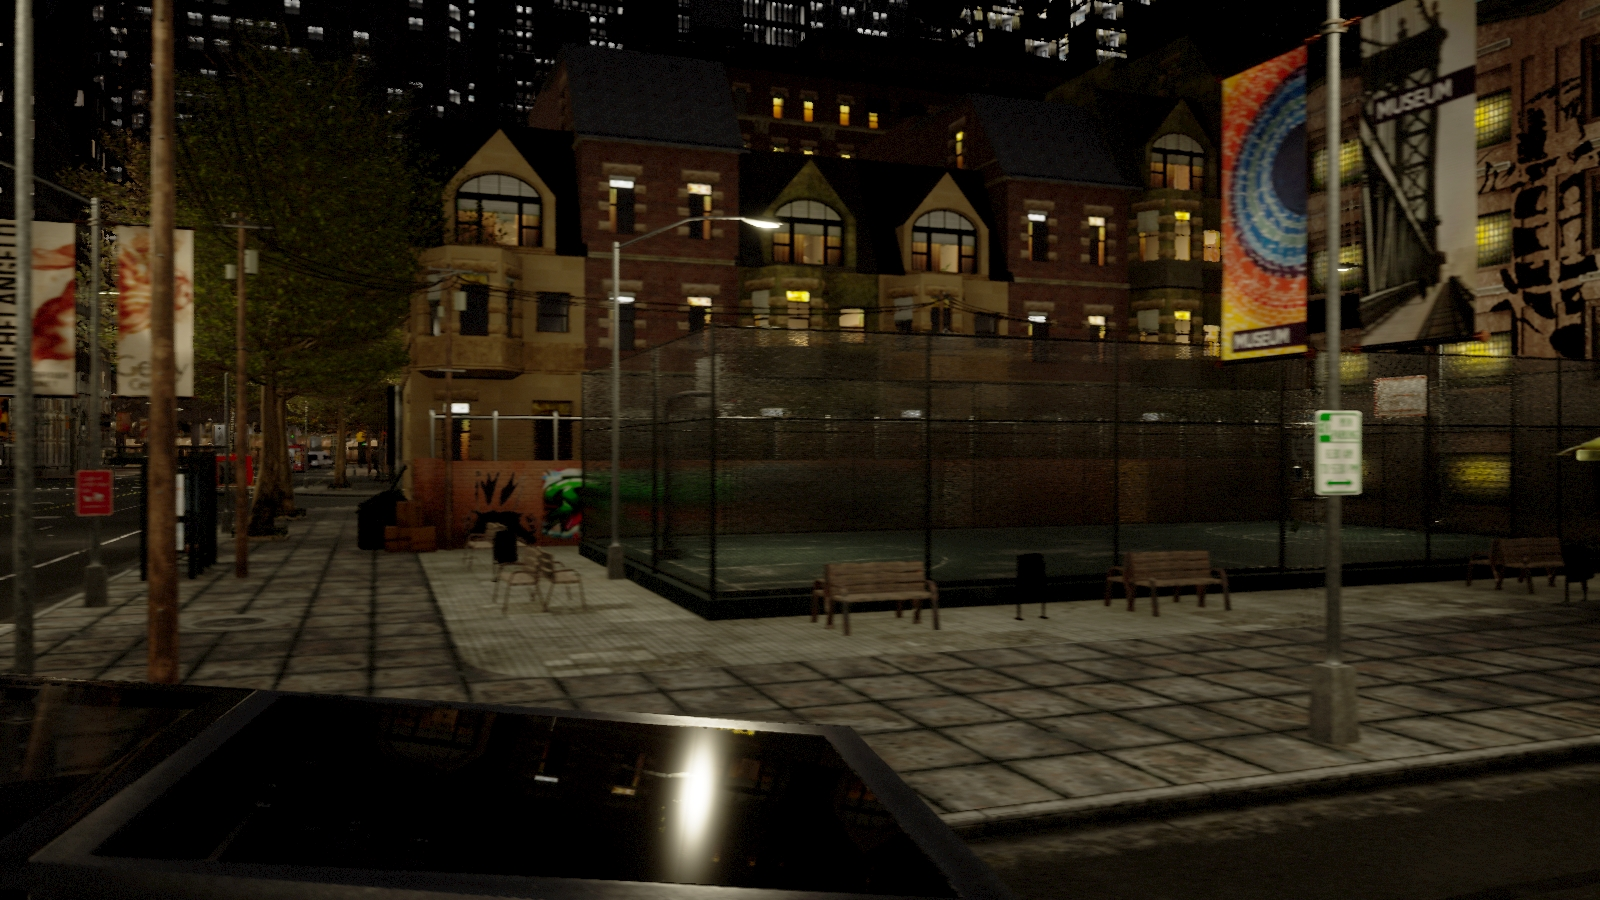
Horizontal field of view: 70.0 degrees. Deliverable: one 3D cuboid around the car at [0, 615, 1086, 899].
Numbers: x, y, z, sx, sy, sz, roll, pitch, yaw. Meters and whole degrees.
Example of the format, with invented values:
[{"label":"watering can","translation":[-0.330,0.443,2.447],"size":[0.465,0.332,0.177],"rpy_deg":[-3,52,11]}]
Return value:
[{"label":"car","translation":[-2.671,1.753,3.114],"size":[6.274,2.098,2.390],"rpy_deg":[0,0,-11]}]
